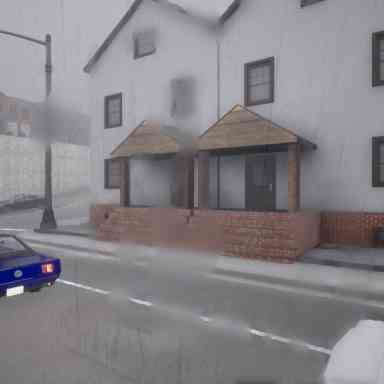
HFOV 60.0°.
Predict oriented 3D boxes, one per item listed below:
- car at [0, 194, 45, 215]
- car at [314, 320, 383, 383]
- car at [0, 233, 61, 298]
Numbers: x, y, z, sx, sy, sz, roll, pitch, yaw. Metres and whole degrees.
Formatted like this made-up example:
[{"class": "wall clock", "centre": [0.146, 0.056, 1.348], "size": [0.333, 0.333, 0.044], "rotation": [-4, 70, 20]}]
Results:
[{"class": "car", "centre": [-14.902, 0.995, 28.596], "size": [2.128, 1.511, 4.902], "rotation": [0, 6, 35]}, {"class": "car", "centre": [3.125, 1.601, 1.752], "size": [4.718, 1.301, 1.895], "rotation": [0, 0, 36]}, {"class": "car", "centre": [-5.160, 1.601, 7.646], "size": [4.718, 1.301, 1.895], "rotation": [0, 0, 36]}]
